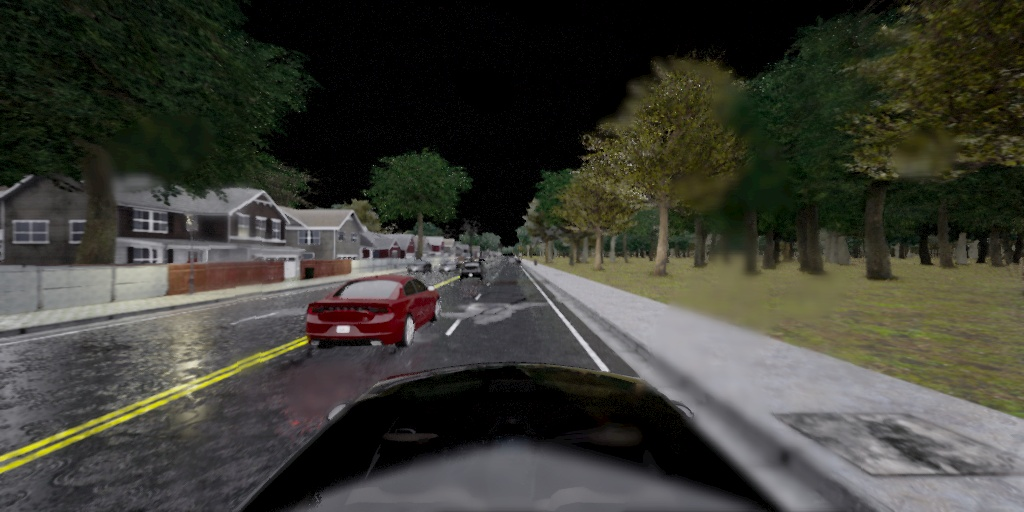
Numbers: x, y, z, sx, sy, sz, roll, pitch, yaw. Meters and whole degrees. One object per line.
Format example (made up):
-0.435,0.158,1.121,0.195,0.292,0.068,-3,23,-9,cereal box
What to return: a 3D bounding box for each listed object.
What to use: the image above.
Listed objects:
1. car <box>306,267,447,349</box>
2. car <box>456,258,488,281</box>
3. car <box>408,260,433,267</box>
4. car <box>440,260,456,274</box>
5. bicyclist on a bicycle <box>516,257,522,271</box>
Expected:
-3.149,1.212,9.167,1.882,1.535,5.008,0,0,0,car
-3.145,1.195,29.660,1.837,1.490,4.892,0,0,0,car
-9.833,1.162,38.576,2.128,1.511,4.902,0,0,0,car
-6.582,1.163,38.665,2.128,1.511,4.902,0,0,0,car
0.899,1.030,44.094,0.659,1.776,1.843,0,0,0,bicyclist on a bicycle
